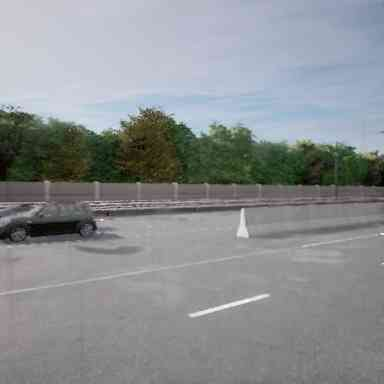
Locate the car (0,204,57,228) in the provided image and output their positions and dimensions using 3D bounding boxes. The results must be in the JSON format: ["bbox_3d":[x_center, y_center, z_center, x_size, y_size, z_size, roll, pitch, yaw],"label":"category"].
[{"bbox_3d":[-11.271,1.499,21.733,4.181,1.385,1.994,2,0,-36],"label":"car"}]

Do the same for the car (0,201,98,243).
[{"bbox_3d":[-7.051,1.346,16.164,4.553,1.767,2.097,0,0,-36],"label":"car"}]

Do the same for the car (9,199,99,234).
[{"bbox_3d":[-8.127,1.343,19.701,4.553,1.767,2.097,0,0,-36],"label":"car"}]
